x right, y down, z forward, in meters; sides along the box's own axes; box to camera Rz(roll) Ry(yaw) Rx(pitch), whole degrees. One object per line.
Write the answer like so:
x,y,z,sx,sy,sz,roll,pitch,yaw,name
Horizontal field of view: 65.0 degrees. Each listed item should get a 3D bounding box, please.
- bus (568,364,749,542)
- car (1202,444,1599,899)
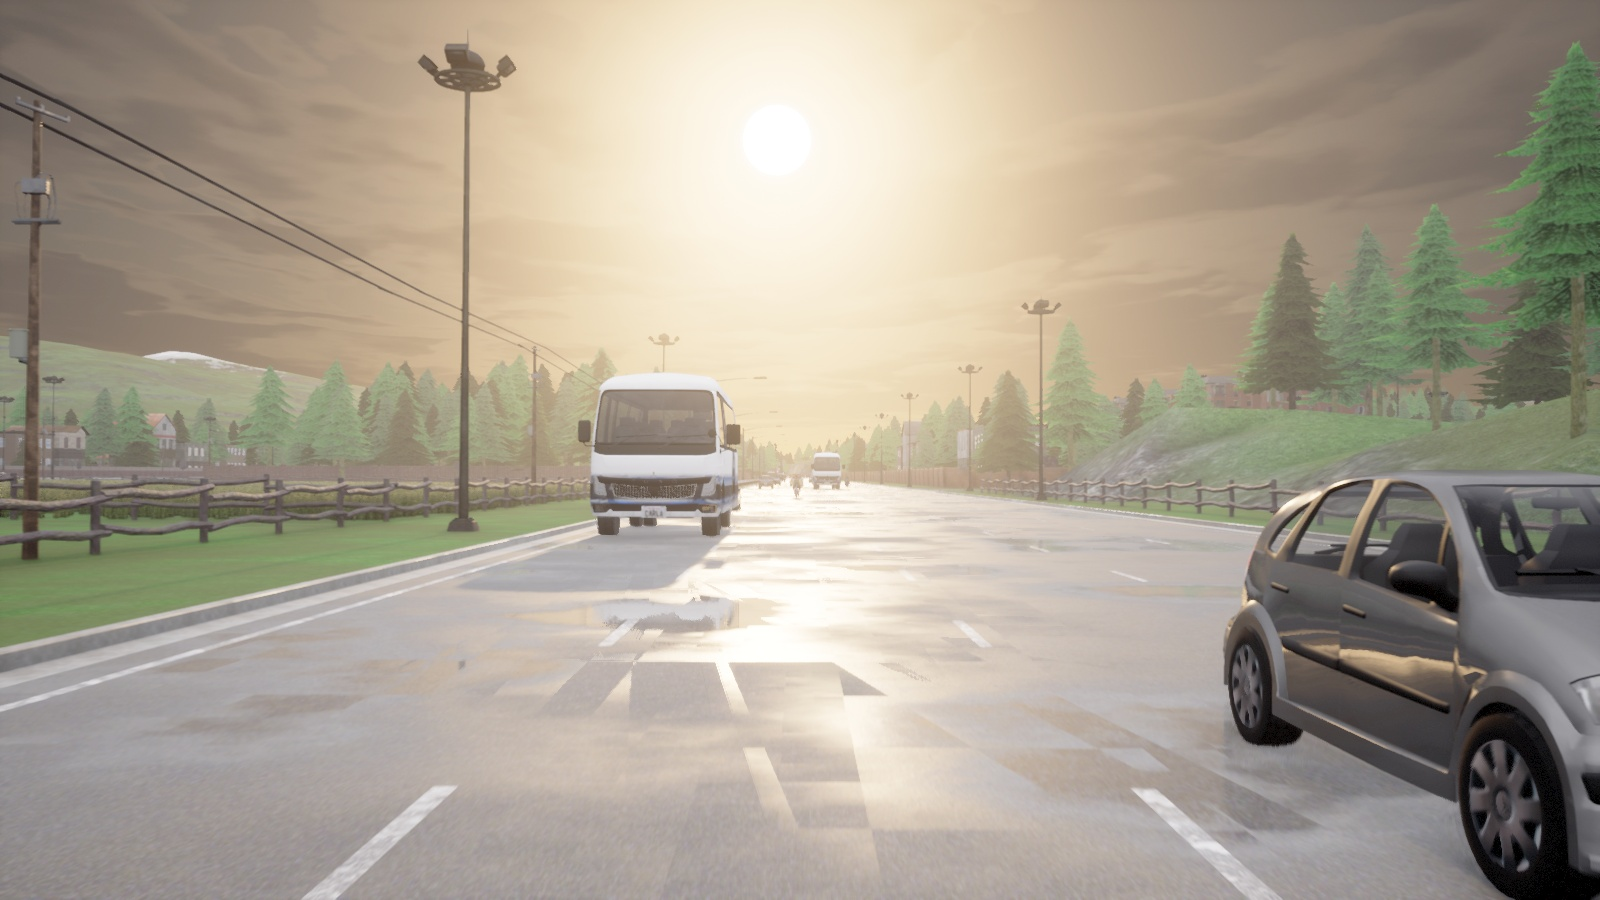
-3.593,0.166,35.174,3.944,4.253,10.273,0,-1,0,bus
3.485,0.824,5.966,1.851,1.617,3.988,0,-1,0,car
